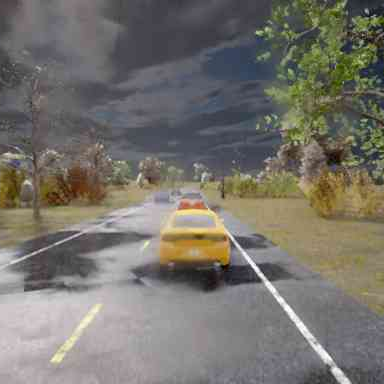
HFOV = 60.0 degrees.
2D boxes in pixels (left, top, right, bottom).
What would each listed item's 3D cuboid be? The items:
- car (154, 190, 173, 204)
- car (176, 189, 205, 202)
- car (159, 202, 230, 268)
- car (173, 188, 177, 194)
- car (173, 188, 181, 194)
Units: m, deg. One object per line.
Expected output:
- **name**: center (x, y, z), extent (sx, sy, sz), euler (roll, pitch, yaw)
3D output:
- **car**: center (-3.848, 0.703, 43.158), extent (1.882, 1.535, 5.008), euler (0, 1, -2)
- **car**: center (0.006, 0.867, 27.421), extent (2.097, 1.767, 4.553), euler (0, 1, 0)
- **car**: center (0.062, 1.289, 10.577), extent (1.882, 1.535, 5.008), euler (0, 1, 0)
- **car**: center (-3.696, -0.061, 76.610), extent (2.033, 1.411, 5.357), euler (0, 1, -2)
- **car**: center (-3.845, -0.158, 83.990), extent (1.812, 1.442, 4.674), euler (0, 1, 0)
